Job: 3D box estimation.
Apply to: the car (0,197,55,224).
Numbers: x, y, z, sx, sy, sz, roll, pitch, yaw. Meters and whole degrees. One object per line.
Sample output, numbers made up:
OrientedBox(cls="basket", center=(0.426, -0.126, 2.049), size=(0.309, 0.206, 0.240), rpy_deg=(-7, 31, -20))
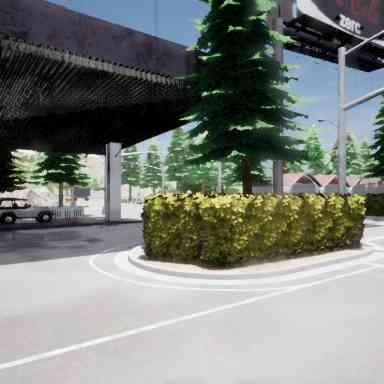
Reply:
OrientedBox(cls="car", center=(-11.918, 1.313, 23.516), size=(3.866, 1.878, 1.905), rpy_deg=(0, 0, -36))
